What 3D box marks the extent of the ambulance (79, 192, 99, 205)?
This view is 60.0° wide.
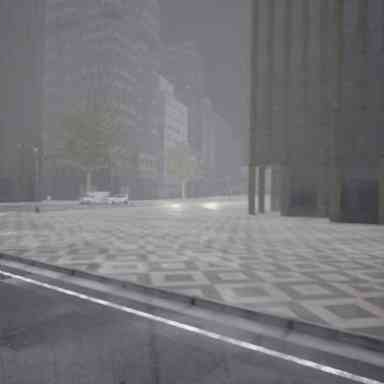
[{"bbox_3d":[-18.170,1.185,62.351,2.351,2.431,6.366,1,0,29],"label":"ambulance"}]

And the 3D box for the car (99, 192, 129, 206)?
[{"bbox_3d":[-14.306,1.448,62.723,2.150,2.045,5.566,1,0,29],"label":"car"}]
